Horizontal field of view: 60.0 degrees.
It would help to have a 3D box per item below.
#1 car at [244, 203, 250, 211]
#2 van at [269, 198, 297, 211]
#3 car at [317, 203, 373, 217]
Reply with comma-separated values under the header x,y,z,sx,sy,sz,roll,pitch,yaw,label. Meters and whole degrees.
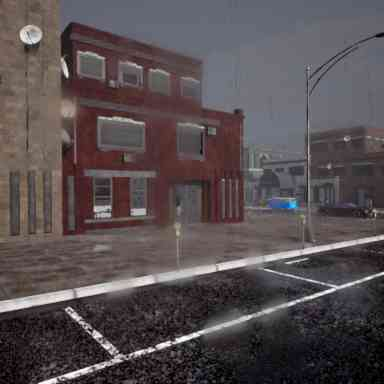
x,y,z,sx,sy,sz,roll,pitch,yaw,label
6.010,1.823,46.700,2.097,1.767,4.553,-1,0,-38,car
12.875,1.705,47.255,1.690,1.788,3.998,-2,0,-38,van
15.684,1.793,34.180,2.033,1.411,5.357,-1,0,-37,car
